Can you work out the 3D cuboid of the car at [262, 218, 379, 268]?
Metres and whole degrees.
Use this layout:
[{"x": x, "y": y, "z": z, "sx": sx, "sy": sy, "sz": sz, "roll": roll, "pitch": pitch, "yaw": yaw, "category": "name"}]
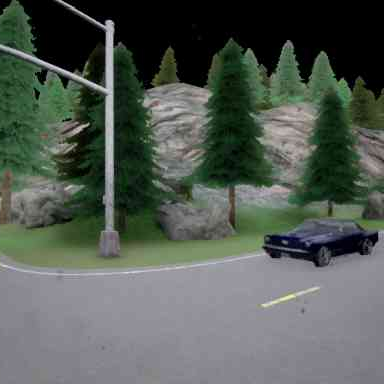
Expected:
[{"x": 4.540, "y": 1.607, "z": 11.506, "sx": 4.718, "sy": 1.301, "sz": 1.895, "roll": 0, "pitch": 0, "yaw": -39, "category": "car"}]
